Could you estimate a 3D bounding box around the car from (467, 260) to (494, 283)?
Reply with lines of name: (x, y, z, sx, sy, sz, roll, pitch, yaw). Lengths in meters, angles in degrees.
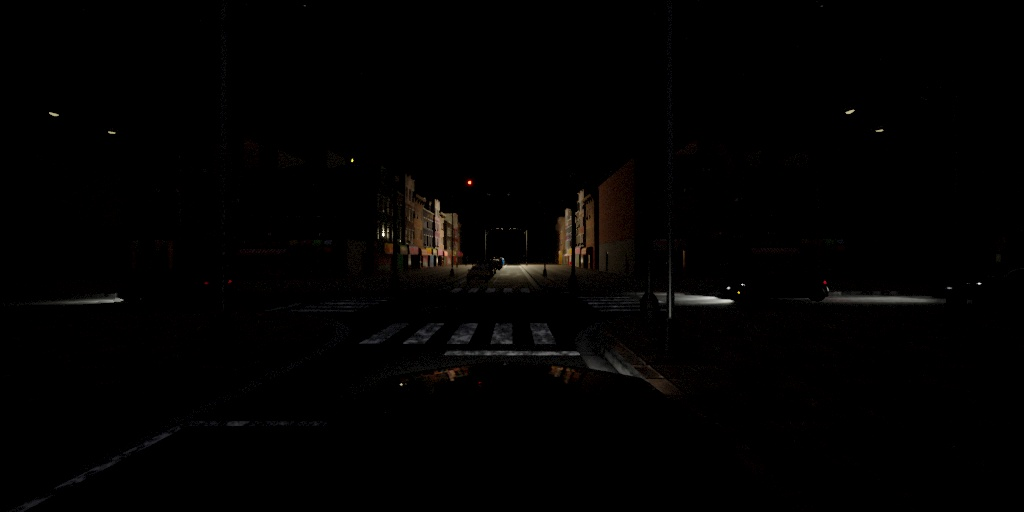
car: (-2.622, 1.294, 28.686, 1.751, 1.417, 4.829, 0, 0, 0)

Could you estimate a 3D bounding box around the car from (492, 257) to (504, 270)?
car: (-2.610, 1.252, 51.276, 1.967, 1.591, 4.097, 0, 0, 0)

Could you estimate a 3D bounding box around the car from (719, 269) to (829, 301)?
car: (12.059, 1.302, 16.660, 4.181, 1.385, 1.994, 0, 0, 0)

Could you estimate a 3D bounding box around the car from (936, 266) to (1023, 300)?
car: (22.770, 1.207, 16.637, 4.902, 1.511, 2.128, 0, 0, 0)

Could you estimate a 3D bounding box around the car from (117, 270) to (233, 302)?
car: (-15.571, 1.356, 16.715, 4.181, 1.385, 1.994, 0, 0, 0)

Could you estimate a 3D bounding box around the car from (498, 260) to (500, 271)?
car: (-2.616, 1.369, 40.066, 1.802, 1.307, 4.207, 0, 0, 0)

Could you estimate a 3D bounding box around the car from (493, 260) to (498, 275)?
car: (-2.619, 1.322, 34.461, 1.888, 1.381, 4.507, 0, 0, 0)
